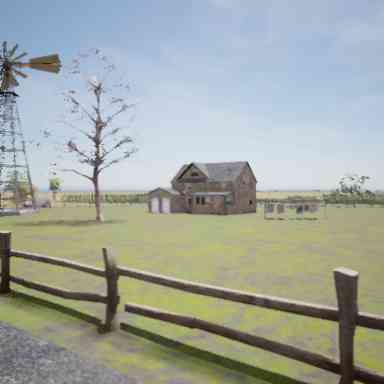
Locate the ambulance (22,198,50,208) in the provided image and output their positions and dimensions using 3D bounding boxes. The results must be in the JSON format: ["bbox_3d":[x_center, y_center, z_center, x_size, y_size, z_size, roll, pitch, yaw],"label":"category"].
[{"bbox_3d":[-37.500,2.622,80.150,2.351,2.431,6.366,0,-1,35],"label":"ambulance"}]
